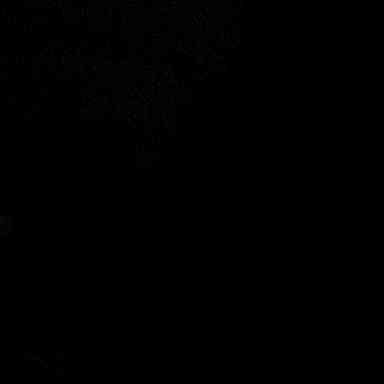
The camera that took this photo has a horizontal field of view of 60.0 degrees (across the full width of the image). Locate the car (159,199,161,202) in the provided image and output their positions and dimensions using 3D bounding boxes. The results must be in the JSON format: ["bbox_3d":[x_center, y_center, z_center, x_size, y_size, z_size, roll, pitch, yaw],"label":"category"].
[{"bbox_3d":[-2.883,1.463,33.565,1.837,1.490,4.892,0,0,32],"label":"car"}]
